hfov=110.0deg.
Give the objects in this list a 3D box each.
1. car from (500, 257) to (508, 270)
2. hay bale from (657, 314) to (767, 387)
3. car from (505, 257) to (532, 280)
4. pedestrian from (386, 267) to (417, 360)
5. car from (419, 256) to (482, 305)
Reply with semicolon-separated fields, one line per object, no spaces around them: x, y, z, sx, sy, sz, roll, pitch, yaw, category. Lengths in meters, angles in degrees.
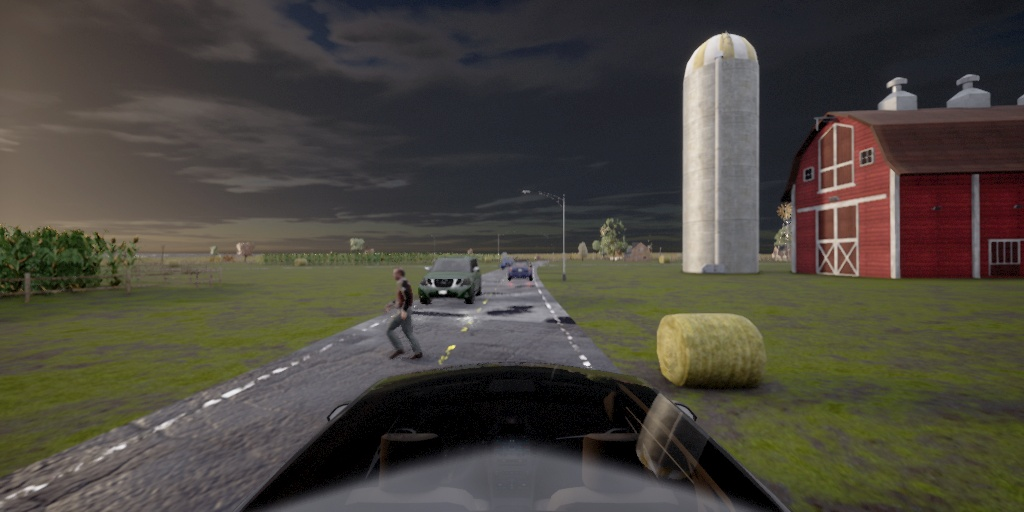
-0.604;1.227;59.577;2.150;2.045;5.566;0;-1;4;car
3.141;1.426;5.813;1.220;1.180;1.240;0;0;0;hay bale
0.794;1.247;32.931;2.097;1.767;4.553;0;0;2;car
-2.115;1.069;6.877;0.375;1.860;0.375;0;0;-2;pedestrian
-2.664;1.035;16.845;2.150;2.045;5.566;0;1;1;car
